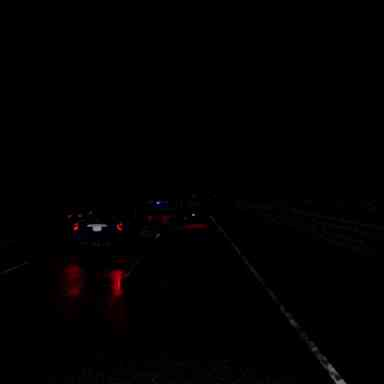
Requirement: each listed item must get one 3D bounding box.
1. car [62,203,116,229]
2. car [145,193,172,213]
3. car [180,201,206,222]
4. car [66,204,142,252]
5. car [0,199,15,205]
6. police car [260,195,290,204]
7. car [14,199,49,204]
[{"bbox_3d":[-6.904,1.534,22.951,2.033,1.411,5.357,0,0,0],"label":"car"},{"bbox_3d":[-3.418,1.206,36.354,2.150,2.045,5.566,0,0,0],"label":"car"},{"bbox_3d":[0.097,1.463,26.298,1.882,1.535,5.008,0,0,0],"label":"car"},{"bbox_3d":[-3.402,1.345,14.059,2.097,1.767,4.553,0,0,0],"label":"car"},{"bbox_3d":[-21.006,1.532,37.812,1.837,1.490,4.892,0,0,0],"label":"car"},{"bbox_3d":[10.687,1.260,43.700,1.930,1.638,5.238,0,0,-19],"label":"police car"},{"bbox_3d":[-17.506,1.552,37.813,2.033,1.411,5.357,0,0,0],"label":"car"}]
